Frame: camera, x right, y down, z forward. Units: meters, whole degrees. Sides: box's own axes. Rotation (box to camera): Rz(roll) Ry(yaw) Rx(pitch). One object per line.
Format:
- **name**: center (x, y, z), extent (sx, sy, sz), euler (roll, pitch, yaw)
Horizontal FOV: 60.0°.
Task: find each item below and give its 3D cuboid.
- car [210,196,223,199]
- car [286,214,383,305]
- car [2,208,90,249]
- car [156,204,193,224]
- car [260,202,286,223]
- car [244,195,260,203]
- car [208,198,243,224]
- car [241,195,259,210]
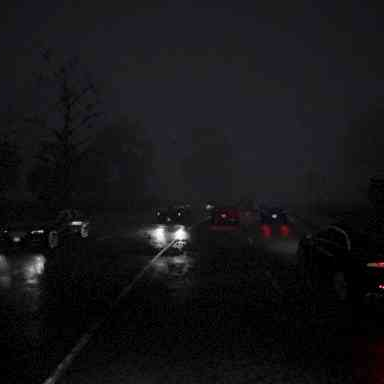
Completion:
- **car**: center (4.159, 1.459, 56.077), extent (1.882, 1.535, 5.008), euler (0, 0, 22)
- **car**: center (3.987, 1.498, 8.055), extent (2.128, 1.511, 4.902), euler (0, 0, 3)
- **car**: center (-6.160, 1.470, 14.606), extent (2.128, 1.511, 4.902), euler (0, 0, 6)
- **car**: center (-1.207, 1.587, 24.943), extent (1.895, 1.301, 4.718), euler (0, 0, 10)
- **car**: center (6.318, 1.536, 25.988), extent (1.812, 1.442, 4.674), euler (0, 0, 11)
- **car**: center (11.668, 1.337, 64.579), extent (1.812, 1.442, 4.674), euler (0, 0, 25)
- **car**: center (2.619, 1.476, 25.152), extent (1.882, 1.535, 5.008), euler (0, 0, 10)
- **car**: center (6.906, 1.496, 42.439), extent (2.128, 1.511, 4.902), euler (0, 0, 17)
